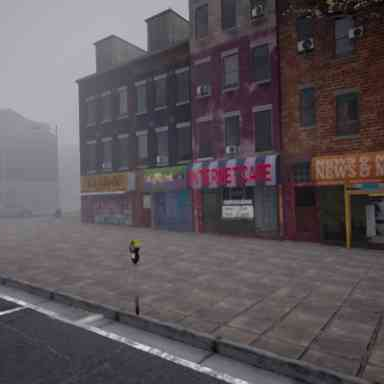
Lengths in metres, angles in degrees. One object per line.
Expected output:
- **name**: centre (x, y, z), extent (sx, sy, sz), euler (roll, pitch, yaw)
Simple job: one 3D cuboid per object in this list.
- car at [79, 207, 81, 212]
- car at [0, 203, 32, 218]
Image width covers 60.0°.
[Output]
- **car**: centre (-10.014, 1.660, 37.601), extent (2.033, 1.411, 5.357), euler (-2, -1, 35)
- **car**: centre (-16.232, 1.683, 28.951), extent (1.994, 1.385, 4.181), euler (-2, -1, 36)
